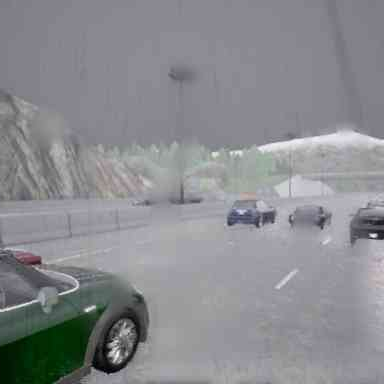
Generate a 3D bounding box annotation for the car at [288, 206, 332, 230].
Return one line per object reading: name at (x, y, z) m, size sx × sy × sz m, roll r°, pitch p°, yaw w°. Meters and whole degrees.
car at (7.505, 1.534, 20.789) m, size 1.895 × 1.301 × 4.718 m, roll 0°, pitch 0°, yaw 30°

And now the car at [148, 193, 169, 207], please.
car at (-3.082, 1.085, 45.003) m, size 2.150 × 2.045 × 5.566 m, roll 0°, pitch 0°, yaw 30°

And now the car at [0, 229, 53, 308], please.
car at (-5.106, 1.584, 5.834) m, size 1.895 × 1.301 × 4.718 m, roll 0°, pitch 0°, yaw 31°

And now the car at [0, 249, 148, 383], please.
car at (-2.485, 1.343, 3.456) m, size 2.097 × 1.767 × 4.553 m, roll 0°, pitch 0°, yaw 32°

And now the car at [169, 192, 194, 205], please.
car at (-0.246, 1.091, 42.914) m, size 2.150 × 2.045 × 5.566 m, roll 0°, pitch 0°, yaw 30°

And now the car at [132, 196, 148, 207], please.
car at (-6.320, 1.351, 46.389) m, size 2.128 × 1.511 × 4.902 m, roll 0°, pitch 0°, yaw 30°

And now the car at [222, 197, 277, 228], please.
car at (4.010, 1.283, 21.728) m, size 2.097 × 1.767 × 4.553 m, roll 0°, pitch 0°, yaw 30°

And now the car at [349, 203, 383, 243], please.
car at (8.380, 1.454, 15.254) m, size 1.837 × 1.490 × 4.892 m, roll 0°, pitch 0°, yaw 30°

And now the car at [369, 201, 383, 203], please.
car at (17.287, 1.499, 30.934) m, size 1.895 × 1.301 × 4.718 m, roll 0°, pitch 0°, yaw 30°

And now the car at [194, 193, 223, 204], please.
car at (2.534, 1.224, 40.728) m, size 2.097 × 1.767 × 4.553 m, roll 0°, pitch 0°, yaw 30°
